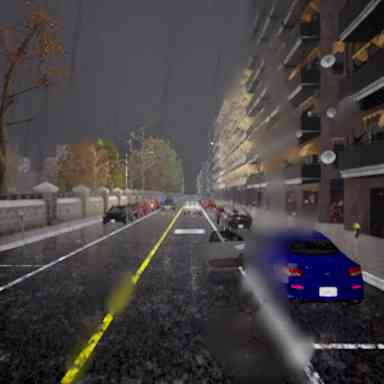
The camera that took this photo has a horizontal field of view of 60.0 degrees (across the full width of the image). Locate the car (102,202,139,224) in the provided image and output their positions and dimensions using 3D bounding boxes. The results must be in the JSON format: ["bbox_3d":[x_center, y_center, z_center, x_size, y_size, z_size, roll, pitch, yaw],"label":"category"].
[{"bbox_3d":[-5.700,1.708,26.112,1.947,1.339,4.313,0,0,0],"label":"car"}]

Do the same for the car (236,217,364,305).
[{"bbox_3d":[2.350,1.570,8.043,1.812,1.442,4.674,0,0,0],"label":"car"}]

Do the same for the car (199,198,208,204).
[{"bbox_3d":[2.653,2.039,76.786,1.947,1.339,4.313,0,0,0],"label":"car"}]

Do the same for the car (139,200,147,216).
[{"bbox_3d":[-5.704,1.754,31.743,1.802,1.307,4.206,0,0,0],"label":"car"}]

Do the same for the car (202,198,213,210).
[{"bbox_3d":[2.668,1.861,48.634,1.802,1.307,4.206,0,0,0],"label":"car"}]

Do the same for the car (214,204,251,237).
[{"bbox_3d":[2.683,1.662,20.485,2.008,1.369,4.403,0,0,0],"label":"car"}]

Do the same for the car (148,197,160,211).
[{"bbox_3d":[-5.709,1.681,43.000,1.967,1.590,4.097,0,0,0],"label":"car"}]

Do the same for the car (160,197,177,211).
[{"bbox_3d":[-3.038,1.774,44.044,1.812,1.442,4.674,0,-1,0],"label":"car"}]

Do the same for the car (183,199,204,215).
[{"bbox_3d":[0.056,1.800,36.543,1.895,1.301,4.718,0,0,0],"label":"car"}]

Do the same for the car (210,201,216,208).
[{"bbox_3d":[2.680,1.686,26.116,1.887,1.381,4.507,0,0,0],"label":"car"}]

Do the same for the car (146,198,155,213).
[{"bbox_3d":[-5.707,1.749,37.371,1.887,1.381,4.507,0,0,0],"label":"car"}]

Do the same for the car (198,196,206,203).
[{"bbox_3d":[2.647,1.995,88.046,1.967,1.590,4.097,0,0,0],"label":"car"}]

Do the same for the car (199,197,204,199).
[{"bbox_3d":[2.662,1.796,59.896,1.967,1.590,4.097,0,0,0],"label":"car"}]

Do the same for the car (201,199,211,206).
[{"bbox_3d":[2.659,1.977,65.526,1.802,1.307,4.206,0,0,0],"label":"car"}]
